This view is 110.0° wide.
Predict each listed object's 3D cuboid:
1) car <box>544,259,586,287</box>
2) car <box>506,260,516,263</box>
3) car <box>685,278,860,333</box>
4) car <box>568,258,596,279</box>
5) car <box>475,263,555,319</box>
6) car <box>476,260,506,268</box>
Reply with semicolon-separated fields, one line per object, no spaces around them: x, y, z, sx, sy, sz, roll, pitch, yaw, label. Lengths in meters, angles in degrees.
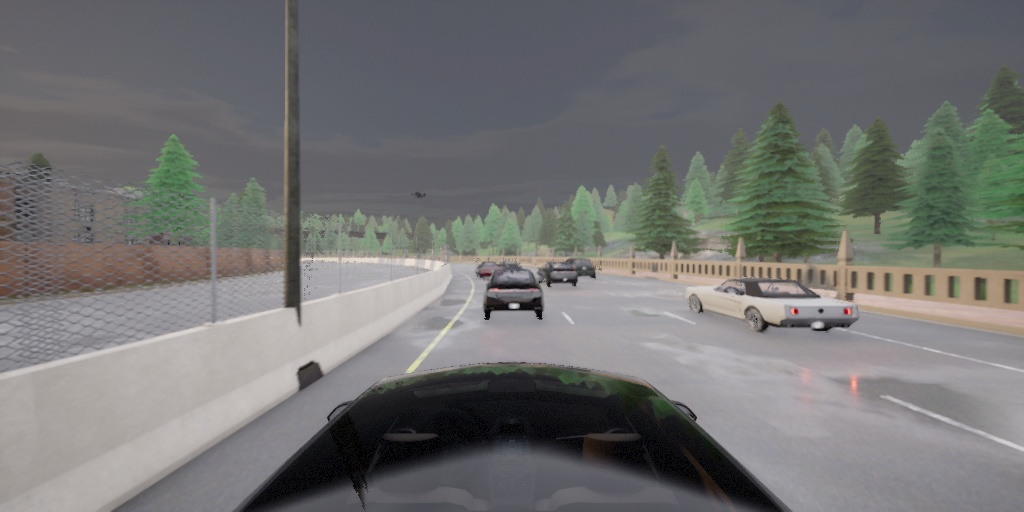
2.765;1.118;22.760;2.128;1.511;4.902;0;0;-6;car
-0.516;1.128;39.662;1.895;1.301;4.718;0;0;-15;car
7.060;1.299;10.543;1.895;1.301;4.718;0;0;-1;car
5.251;0.936;29.881;2.097;1.767;4.553;0;0;-9;car
0.005;1.178;12.497;2.128;1.511;4.902;0;0;-1;car
-2.048;1.142;30.870;1.994;1.385;4.181;0;0;-11;car
